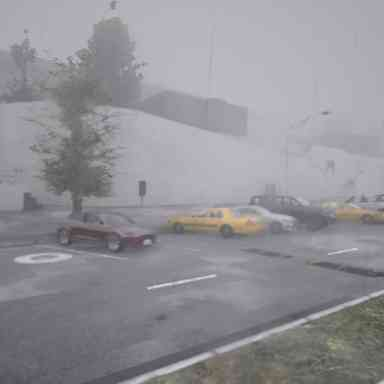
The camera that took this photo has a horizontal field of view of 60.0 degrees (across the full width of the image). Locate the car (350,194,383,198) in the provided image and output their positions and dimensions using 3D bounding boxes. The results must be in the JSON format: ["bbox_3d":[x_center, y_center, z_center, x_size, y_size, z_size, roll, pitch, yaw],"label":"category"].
[{"bbox_3d":[13.411,1.173,26.175,5.566,2.045,2.435,-1,0,34],"label":"car"}]

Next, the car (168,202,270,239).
[{"bbox_3d":[1.057,1.491,17.541,5.366,1.575,1.946,-1,0,35],"label":"car"}]

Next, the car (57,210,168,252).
[{"bbox_3d":[-3.652,1.522,13.941,4.792,1.488,2.163,-1,-1,34],"label":"car"}]

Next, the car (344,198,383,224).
[{"bbox_3d":[11.146,1.442,24.313,5.366,1.575,1.946,-1,-1,34],"label":"car"}]

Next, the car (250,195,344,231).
[{"bbox_3d":[6.129,1.230,20.920,5.566,2.045,2.435,-1,-1,35],"label":"car"}]

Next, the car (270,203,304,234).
[{"bbox_3d":[3.656,1.527,19.189,4.674,1.452,2.002,-1,-1,34],"label":"car"}]
